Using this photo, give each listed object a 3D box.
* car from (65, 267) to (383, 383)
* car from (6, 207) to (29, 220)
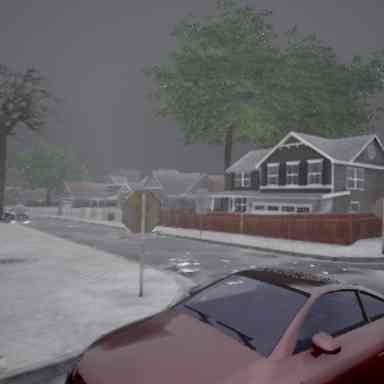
[{"bbox_3d":[0.879,1.607,3.587,4.181,1.385,1.994,2,-1,-36],"label":"car"},{"bbox_3d":[-22.986,2.749,43.760,2.097,1.767,4.553,2,-3,-38],"label":"car"}]
